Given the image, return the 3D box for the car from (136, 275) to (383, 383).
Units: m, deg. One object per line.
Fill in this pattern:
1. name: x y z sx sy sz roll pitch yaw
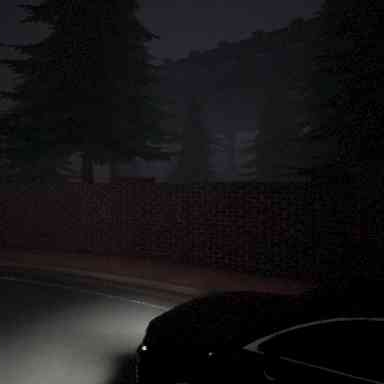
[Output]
1. car: 1.696 1.506 2.719 4.892 1.490 1.837 1 0 34
